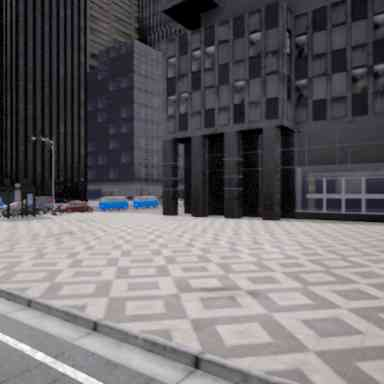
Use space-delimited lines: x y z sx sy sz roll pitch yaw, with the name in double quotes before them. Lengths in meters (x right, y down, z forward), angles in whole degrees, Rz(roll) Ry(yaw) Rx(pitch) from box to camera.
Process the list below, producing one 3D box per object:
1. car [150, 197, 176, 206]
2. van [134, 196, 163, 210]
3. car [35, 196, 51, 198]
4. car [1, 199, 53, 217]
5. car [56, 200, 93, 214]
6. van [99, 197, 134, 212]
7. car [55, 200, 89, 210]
"car" -4.999 1.691 57.838 1.812 1.442 4.674 0 0 36
"van" -6.344 1.495 45.939 1.690 1.788 3.998 0 0 35
"car" -19.872 1.495 41.622 2.192 1.841 5.009 0 0 35
"car" -16.212 1.715 32.057 2.008 1.369 4.403 0 0 35
"car" -12.922 1.742 36.684 1.802 1.307 4.206 0 0 35
"van" -9.633 1.497 41.312 1.690 1.788 3.998 0 0 35
"car" -16.582 1.759 46.250 1.802 1.307 4.206 0 0 35
